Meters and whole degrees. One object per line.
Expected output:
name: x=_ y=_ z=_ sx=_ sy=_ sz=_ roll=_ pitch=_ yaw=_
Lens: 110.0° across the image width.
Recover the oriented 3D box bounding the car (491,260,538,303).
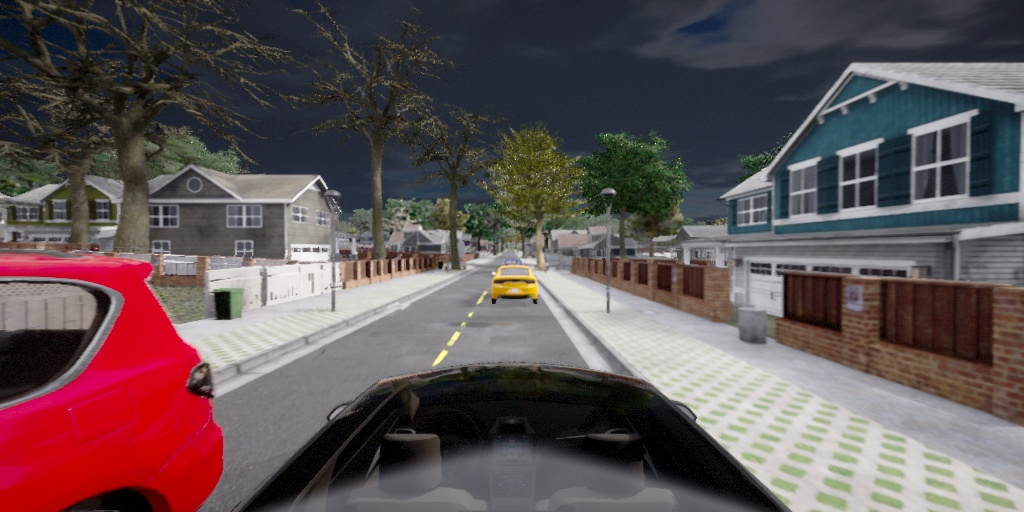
car: x=0.106 y=1.142 z=16.152 sx=1.882 sy=1.535 sz=5.008 roll=0 pitch=1 yaw=0
